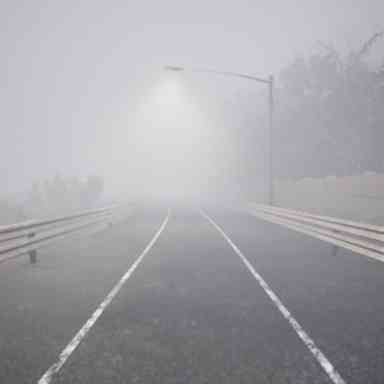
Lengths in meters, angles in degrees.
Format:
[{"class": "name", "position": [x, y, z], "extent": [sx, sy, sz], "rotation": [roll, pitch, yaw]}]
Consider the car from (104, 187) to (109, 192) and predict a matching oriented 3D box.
[{"class": "car", "position": [-25.820, -0.087, 91.998], "extent": [1.895, 1.301, 4.718], "rotation": [1, 4, 15]}]
